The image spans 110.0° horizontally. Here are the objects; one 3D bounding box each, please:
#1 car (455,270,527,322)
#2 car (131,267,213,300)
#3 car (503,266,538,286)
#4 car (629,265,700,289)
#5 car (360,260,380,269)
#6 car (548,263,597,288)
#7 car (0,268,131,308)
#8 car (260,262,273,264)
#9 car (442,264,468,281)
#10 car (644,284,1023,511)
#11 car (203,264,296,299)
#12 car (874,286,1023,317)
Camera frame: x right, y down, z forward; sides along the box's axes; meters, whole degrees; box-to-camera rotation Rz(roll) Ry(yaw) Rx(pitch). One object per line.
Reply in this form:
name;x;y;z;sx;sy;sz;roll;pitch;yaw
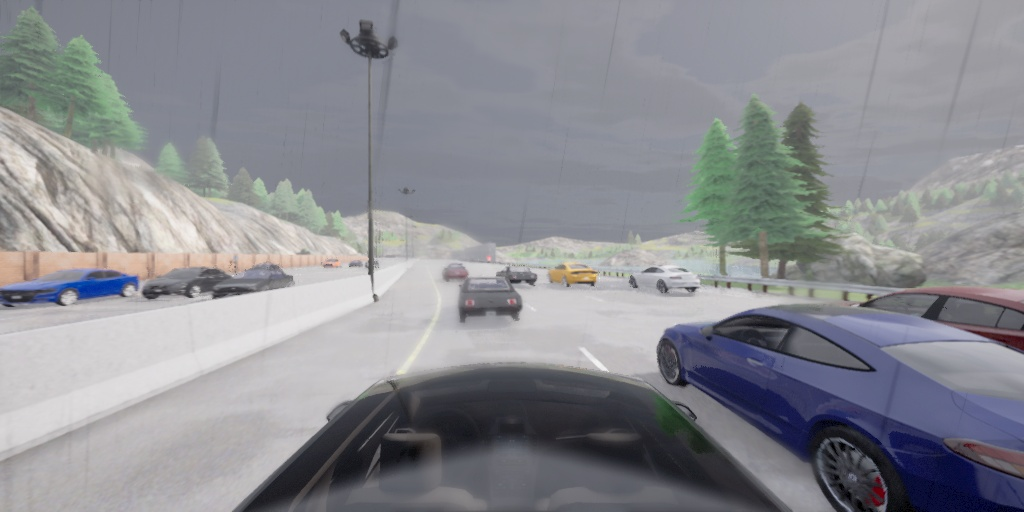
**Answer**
car;-0.897;1.348;12.378;1.895;1.301;4.718;0;0;-8
car;-16.488;1.329;18.490;1.837;1.490;4.892;0;0;-14
car;0.211;1.335;24.514;1.895;1.301;4.718;0;0;-13
car;8.341;1.221;19.909;1.812;1.442;4.674;0;0;-11
car;-22.723;1.321;58.321;2.128;1.511;4.902;0;0;-13
car;3.905;1.193;23.902;1.882;1.535;5.008;0;0;-13
car;-19.546;1.318;16.172;1.882;1.535;5.008;0;0;-13
car;-29.963;1.439;43.805;1.994;1.385;4.181;0;0;-14
car;-4.725;1.319;29.956;1.994;1.385;4.181;0;0;-14
car;3.341;1.257;3.971;1.812;1.442;4.674;0;0;-2
car;-12.856;1.352;18.307;2.033;1.411;5.357;0;0;-13
car;6.742;1.191;5.413;1.882;1.535;5.008;0;0;-3
